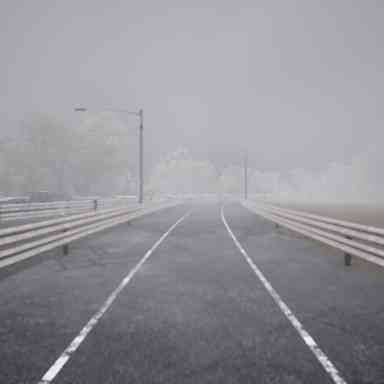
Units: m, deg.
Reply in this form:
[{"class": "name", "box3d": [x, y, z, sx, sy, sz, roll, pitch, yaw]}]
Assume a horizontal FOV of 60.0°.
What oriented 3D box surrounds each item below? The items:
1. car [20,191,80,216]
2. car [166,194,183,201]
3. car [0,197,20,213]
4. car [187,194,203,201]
[{"class": "car", "box3d": [-12.223, 0.973, 29.641, 2.150, 2.045, 5.566, 0, 0, 13]}, {"class": "car", "box3d": [-3.579, 1.403, 77.356, 2.033, 1.411, 5.357, 0, 0, 16]}, {"class": "car", "box3d": [-15.698, 1.258, 30.063, 1.837, 1.490, 4.892, 0, 0, 13]}, {"class": "car", "box3d": [0.431, 1.459, 78.617, 1.895, 1.301, 4.718, 0, 0, 16]}]
